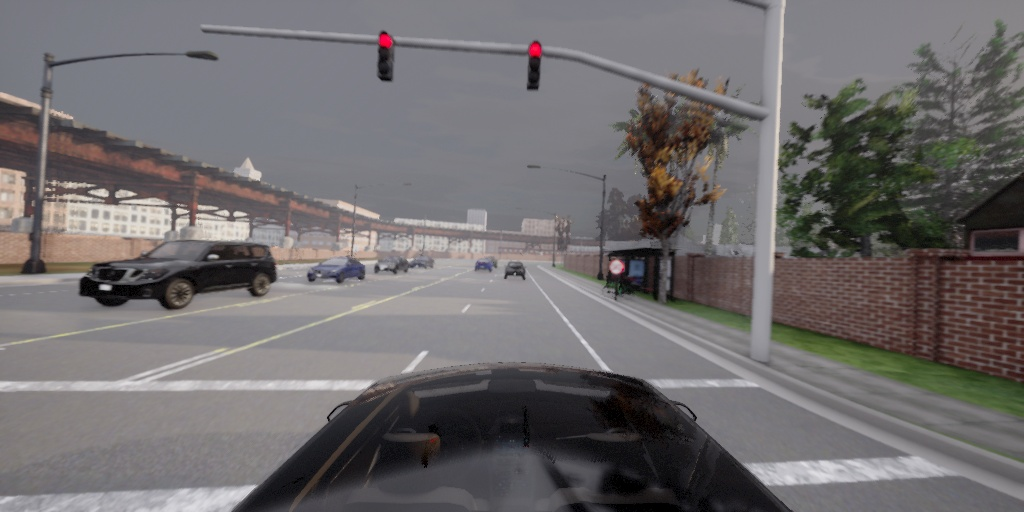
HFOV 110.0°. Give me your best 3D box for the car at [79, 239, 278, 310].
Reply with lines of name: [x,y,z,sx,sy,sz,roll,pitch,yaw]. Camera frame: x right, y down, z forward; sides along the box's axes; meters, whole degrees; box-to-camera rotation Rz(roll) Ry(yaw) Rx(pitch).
car: [-10.486,0.471,12.084,2.150,2.045,5.566,3,0,1]

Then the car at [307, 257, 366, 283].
car: [-10.466,0.789,21.842,1.812,1.442,4.674,3,0,0]

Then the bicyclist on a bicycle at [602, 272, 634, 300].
bicyclist on a bicycle: [5.357,1.383,18.051,1.656,1.620,0.582,3,0,0]

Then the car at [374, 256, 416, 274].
car: [-10.404,0.729,31.332,2.128,1.511,4.902,3,0,0]

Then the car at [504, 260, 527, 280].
car: [0.281,1.285,32.986,1.837,1.490,4.892,3,0,0]

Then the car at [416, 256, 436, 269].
car: [-10.307,0.721,41.805,2.033,1.411,5.357,3,0,1]

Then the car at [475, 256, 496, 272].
car: [-3.261,1.011,42.290,1.882,1.535,5.008,3,0,0]

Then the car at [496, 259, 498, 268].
car: [-3.187,0.807,53.258,2.097,1.767,4.553,3,0,0]
